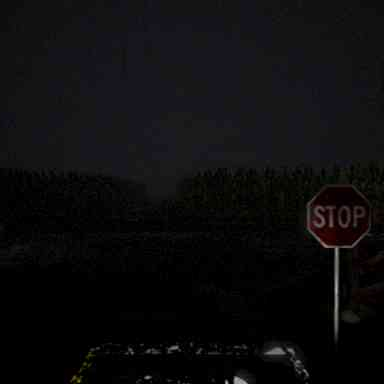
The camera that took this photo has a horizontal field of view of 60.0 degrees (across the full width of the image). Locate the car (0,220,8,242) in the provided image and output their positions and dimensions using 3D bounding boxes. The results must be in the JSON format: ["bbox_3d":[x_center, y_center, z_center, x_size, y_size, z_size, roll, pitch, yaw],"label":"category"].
[{"bbox_3d":[-10.690,1.391,13.658,5.566,2.045,2.150,1,0,0],"label":"car"}]
